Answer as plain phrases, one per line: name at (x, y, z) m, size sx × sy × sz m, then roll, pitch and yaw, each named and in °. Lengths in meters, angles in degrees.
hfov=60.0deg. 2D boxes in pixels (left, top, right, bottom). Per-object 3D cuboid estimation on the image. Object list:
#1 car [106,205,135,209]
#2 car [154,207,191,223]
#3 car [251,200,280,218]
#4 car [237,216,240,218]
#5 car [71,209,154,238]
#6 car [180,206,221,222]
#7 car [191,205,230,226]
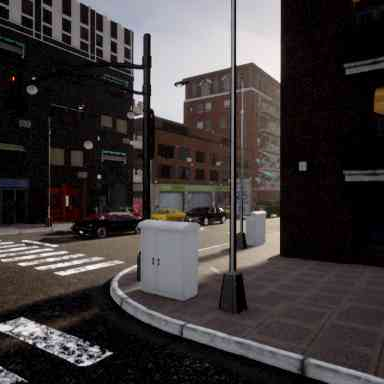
car at (-5.449, 1.758, 23.162) m, size 1.967 × 1.590 × 4.097 m, roll -1°, pitch -2°, yaw 35°
car at (-2.386, 1.944, 27.550) m, size 1.752 × 1.417 × 4.829 m, roll -1°, pitch -2°, yaw 35°
car at (8.679, 1.942, 38.837) m, size 2.150 × 2.045 × 5.566 m, roll 0°, pitch -1°, yaw 35°
car at (3.935, 2.153, 36.609) m, size 1.752 × 1.417 × 4.829 m, roll -1°, pitch -2°, yaw 35°
car at (-4.699, 1.881, 19.684) m, size 1.895 × 1.301 × 4.718 m, roll 0°, pitch -1°, yaw 35°
car at (0.871, 2.092, 32.218) m, size 1.947 × 1.339 × 4.313 m, roll -1°, pitch -2°, yaw 35°
car at (1.227, 1.981, 28.175) m, size 1.837 × 1.490 × 4.892 m, roll 0°, pitch -1°, yaw 35°
